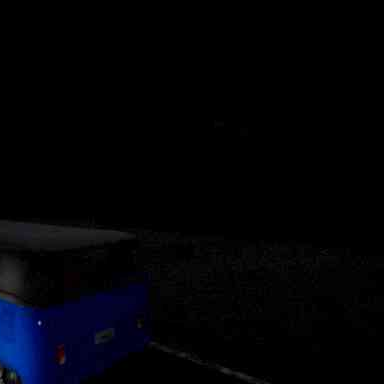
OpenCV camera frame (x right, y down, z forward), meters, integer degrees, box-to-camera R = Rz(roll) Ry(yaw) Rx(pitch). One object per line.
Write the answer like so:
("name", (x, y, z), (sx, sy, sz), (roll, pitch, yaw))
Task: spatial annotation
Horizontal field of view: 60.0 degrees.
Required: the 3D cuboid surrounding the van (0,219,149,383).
("van", (-2.460, 1.339, 4.721), (3.998, 1.788, 1.690), (0, 0, 36))
